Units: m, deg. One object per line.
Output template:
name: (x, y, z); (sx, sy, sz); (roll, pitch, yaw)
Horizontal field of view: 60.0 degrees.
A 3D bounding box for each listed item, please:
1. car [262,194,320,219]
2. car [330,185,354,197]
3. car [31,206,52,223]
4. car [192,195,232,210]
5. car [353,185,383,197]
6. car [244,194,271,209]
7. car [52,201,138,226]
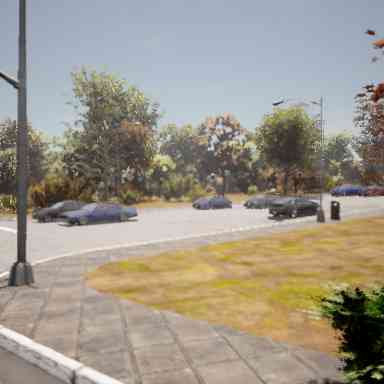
car: (7.799, 1.109, 24.922); (4.892, 1.490, 1.837); (-2, 1, -36)
car: (20.939, -0.203, 44.899); (5.008, 1.535, 1.882); (-3, 2, -25)
car: (-9.334, 1.393, 24.582); (4.674, 1.442, 1.812); (-1, 1, -42)
car: (2.052, 1.048, 33.762); (4.181, 1.385, 1.994); (-3, 2, -35)
car: (23.006, -0.090, 42.012); (4.181, 1.385, 1.994); (-4, 2, -25)
car: (7.137, 0.902, 33.022); (4.181, 1.385, 1.994); (-3, 2, -34)
car: (-6.283, 1.420, 22.703); (5.357, 1.411, 2.033); (-1, 1, -45)
